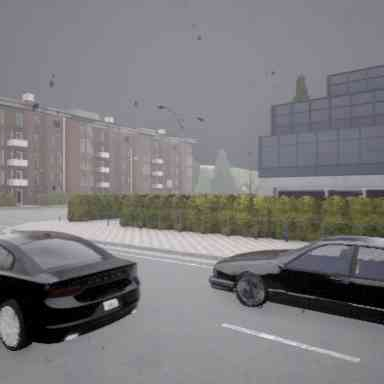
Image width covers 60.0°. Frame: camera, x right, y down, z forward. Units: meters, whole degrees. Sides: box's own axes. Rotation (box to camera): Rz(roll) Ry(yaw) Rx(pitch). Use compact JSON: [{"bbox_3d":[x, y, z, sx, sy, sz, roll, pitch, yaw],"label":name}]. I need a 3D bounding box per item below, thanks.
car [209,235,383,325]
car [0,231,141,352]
[{"bbox_3d":[2.982,1.547,6.163,5.357,1.411,2.033,0,0,35],"label":"car"},{"bbox_3d":[-3.187,1.477,6.249,5.008,1.535,1.882,0,0,35],"label":"car"}]
